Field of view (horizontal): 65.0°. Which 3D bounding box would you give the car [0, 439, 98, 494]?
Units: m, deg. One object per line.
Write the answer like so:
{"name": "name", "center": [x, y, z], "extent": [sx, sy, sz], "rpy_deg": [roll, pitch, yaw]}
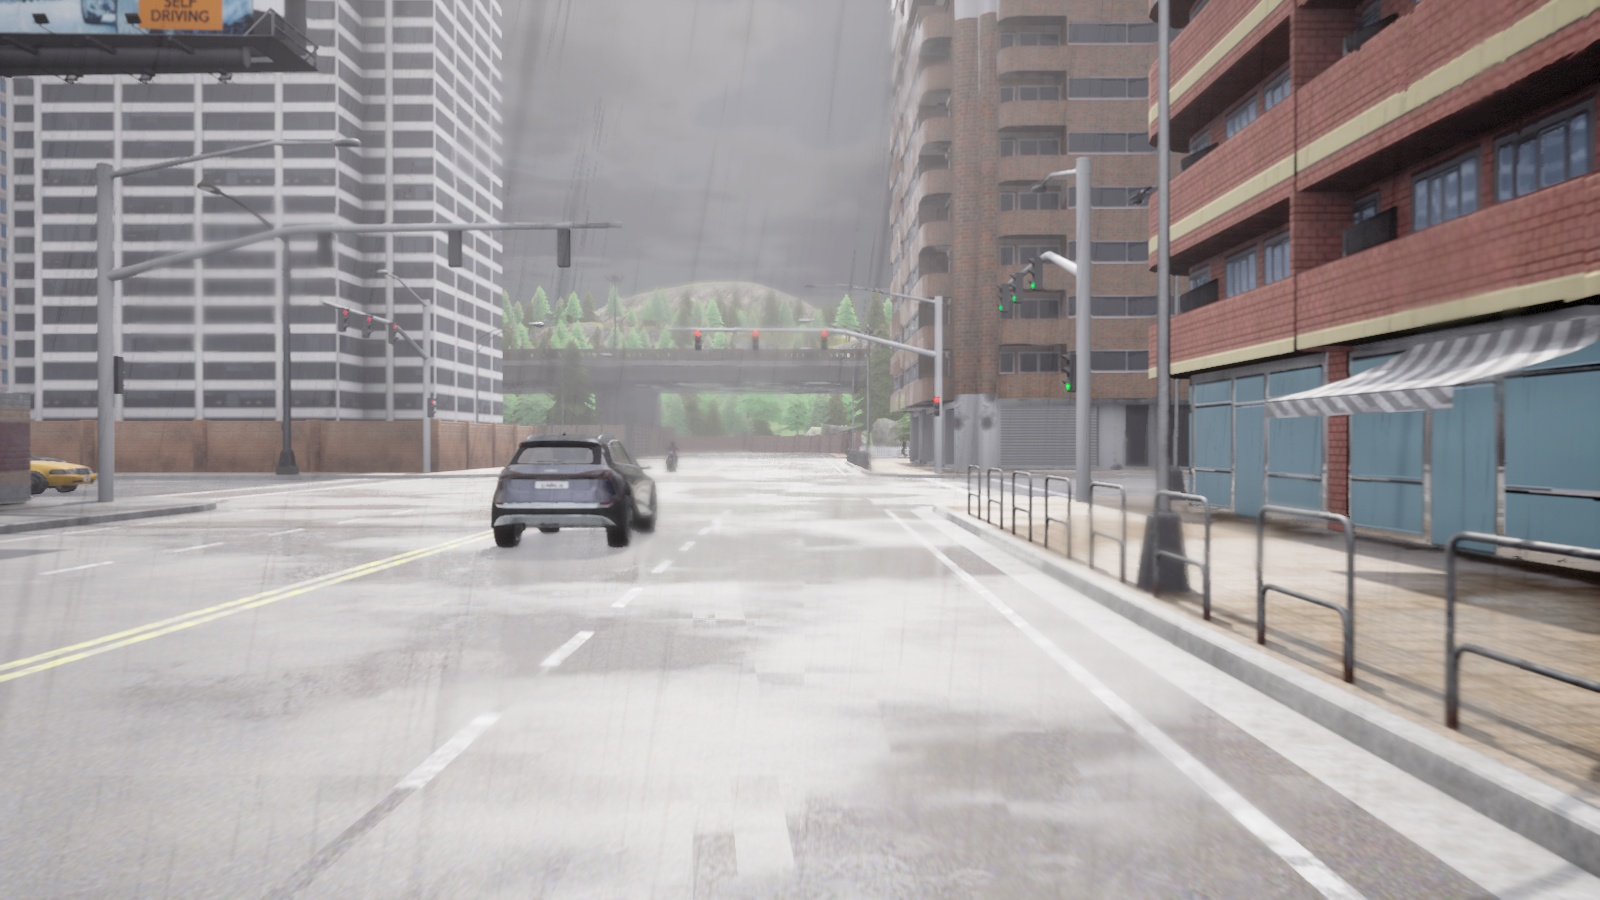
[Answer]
{"name": "car", "center": [-23.792, 0.458, 36.847], "extent": [5.366, 1.575, 1.801], "rpy_deg": [0, 0, 1]}

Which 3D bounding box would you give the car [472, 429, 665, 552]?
{"name": "car", "center": [-3.376, 0.562, 19.313], "extent": [2.033, 1.649, 4.856], "rpy_deg": [0, 0, 0]}

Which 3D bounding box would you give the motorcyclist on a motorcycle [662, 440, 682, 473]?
{"name": "motorcyclist on a motorcycle", "center": [-6.620, 0.324, 65.046], "extent": [0.766, 1.649, 2.350], "rpy_deg": [0, 0, 0]}
